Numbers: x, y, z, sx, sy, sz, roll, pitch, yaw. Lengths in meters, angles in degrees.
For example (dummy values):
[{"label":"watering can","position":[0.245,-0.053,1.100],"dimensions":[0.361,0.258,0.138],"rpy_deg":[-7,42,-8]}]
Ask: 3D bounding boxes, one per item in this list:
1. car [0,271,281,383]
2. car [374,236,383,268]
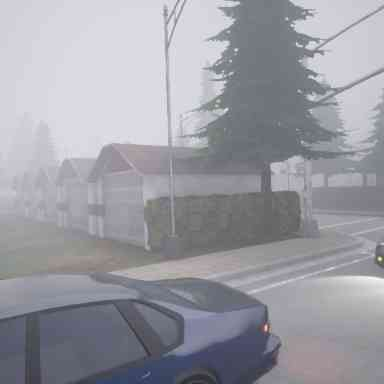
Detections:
[{"label":"car","position":[-1.610,1.539,2.824],"dimensions":[5.357,1.411,2.033],"rpy_deg":[-2,1,-34]},{"label":"car","position":[6.459,1.224,8.505],"dimensions":[4.181,1.385,1.994],"rpy_deg":[-1,0,-37]}]
